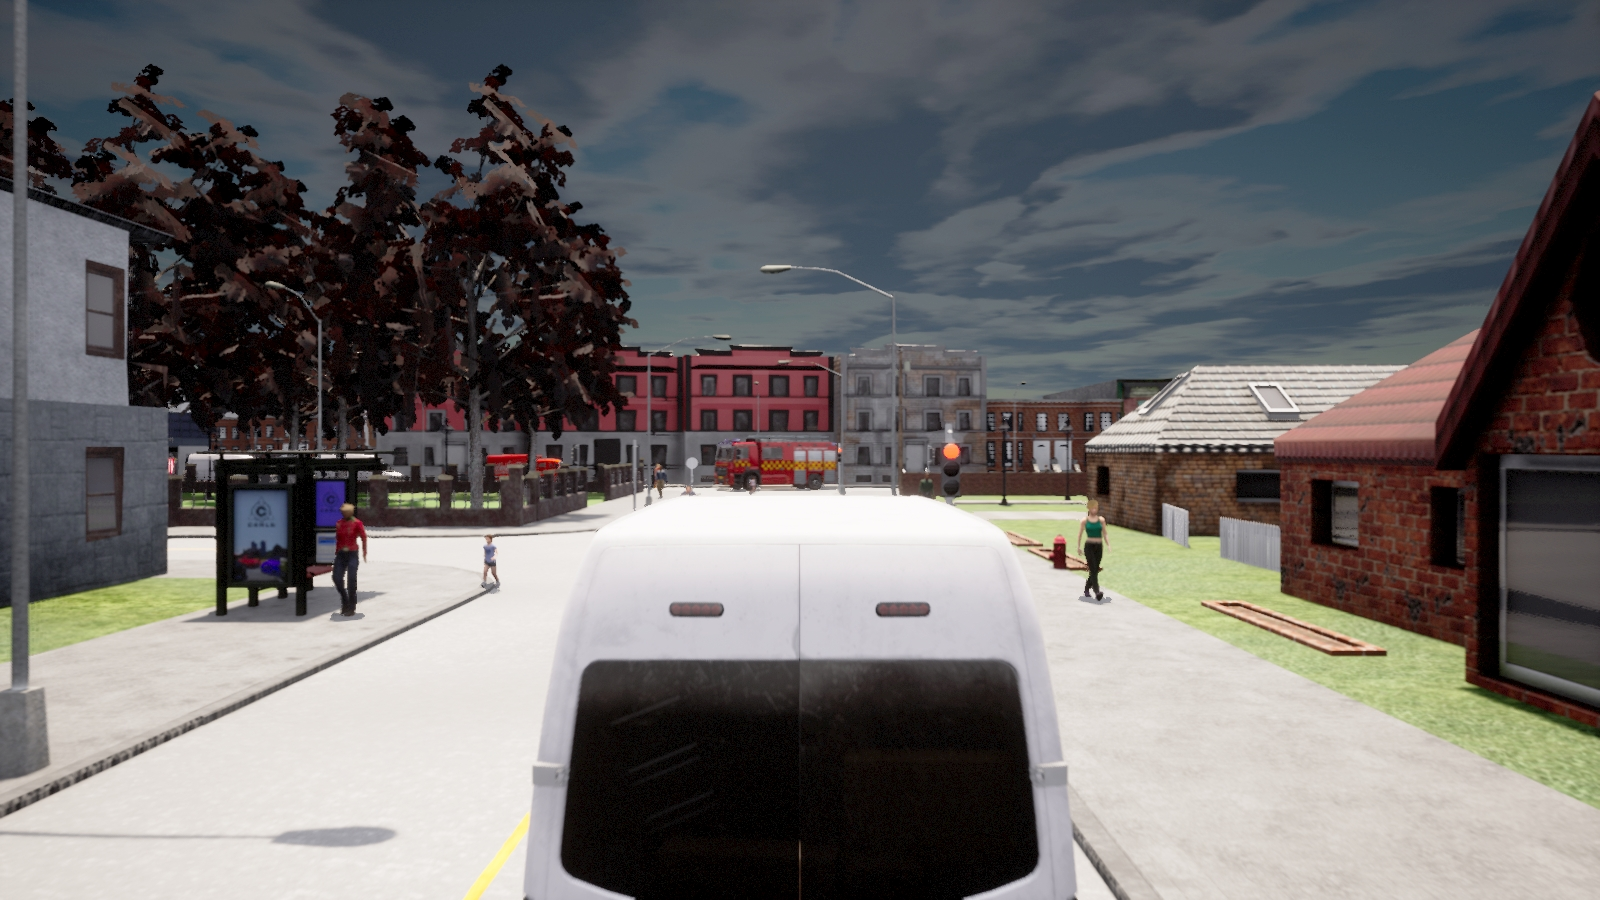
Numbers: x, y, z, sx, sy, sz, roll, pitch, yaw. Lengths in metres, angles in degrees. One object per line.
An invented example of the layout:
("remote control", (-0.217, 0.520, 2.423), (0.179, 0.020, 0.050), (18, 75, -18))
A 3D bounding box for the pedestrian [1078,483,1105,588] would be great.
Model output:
("pedestrian", (5.217, 1.524, 20.473), (0.375, 1.860, 0.375), (0, 0, -1))

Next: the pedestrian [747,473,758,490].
("pedestrian", (-3.029, 2.009, 72.955), (0.500, 1.100, 0.500), (0, 0, 29))

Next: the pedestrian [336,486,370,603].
("pedestrian", (-7.221, 1.517, 18.468), (0.375, 1.860, 0.375), (0, 0, 6))

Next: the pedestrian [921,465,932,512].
("pedestrian", (5.003, 1.523, 45.272), (0.375, 1.860, 0.375), (0, 0, -4))

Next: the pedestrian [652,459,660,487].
("pedestrian", (-9.582, 1.525, 76.105), (0.375, 1.860, 0.375), (0, 0, 38))

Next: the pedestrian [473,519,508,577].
("pedestrian", (-6.099, 1.920, 22.502), (0.500, 1.100, 0.500), (0, 0, 10))

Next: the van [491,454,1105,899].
("van", (-0.007, 1.314, 6.657), (1.988, 2.561, 5.915), (0, 0, 0))

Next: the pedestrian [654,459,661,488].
("pedestrian", (-9.285, 1.523, 74.340), (0.375, 1.860, 0.375), (0, 0, -29))

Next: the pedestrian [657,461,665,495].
("pedestrian", (-7.654, 1.526, 62.835), (0.375, 1.860, 0.375), (0, 0, 4))
